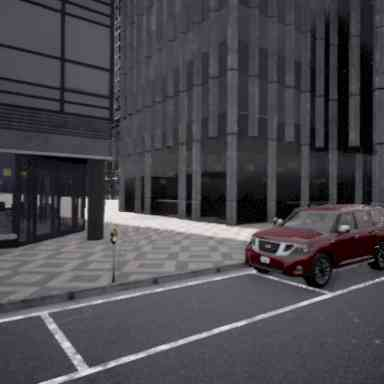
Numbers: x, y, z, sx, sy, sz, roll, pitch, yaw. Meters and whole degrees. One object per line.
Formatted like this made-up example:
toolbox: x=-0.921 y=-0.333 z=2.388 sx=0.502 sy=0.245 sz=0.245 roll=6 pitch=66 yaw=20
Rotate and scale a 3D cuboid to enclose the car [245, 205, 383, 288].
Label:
car: x=3.817 y=1.316 z=9.473 sx=5.009 sy=1.841 sz=2.192 roll=0 pitch=1 yaw=-35
